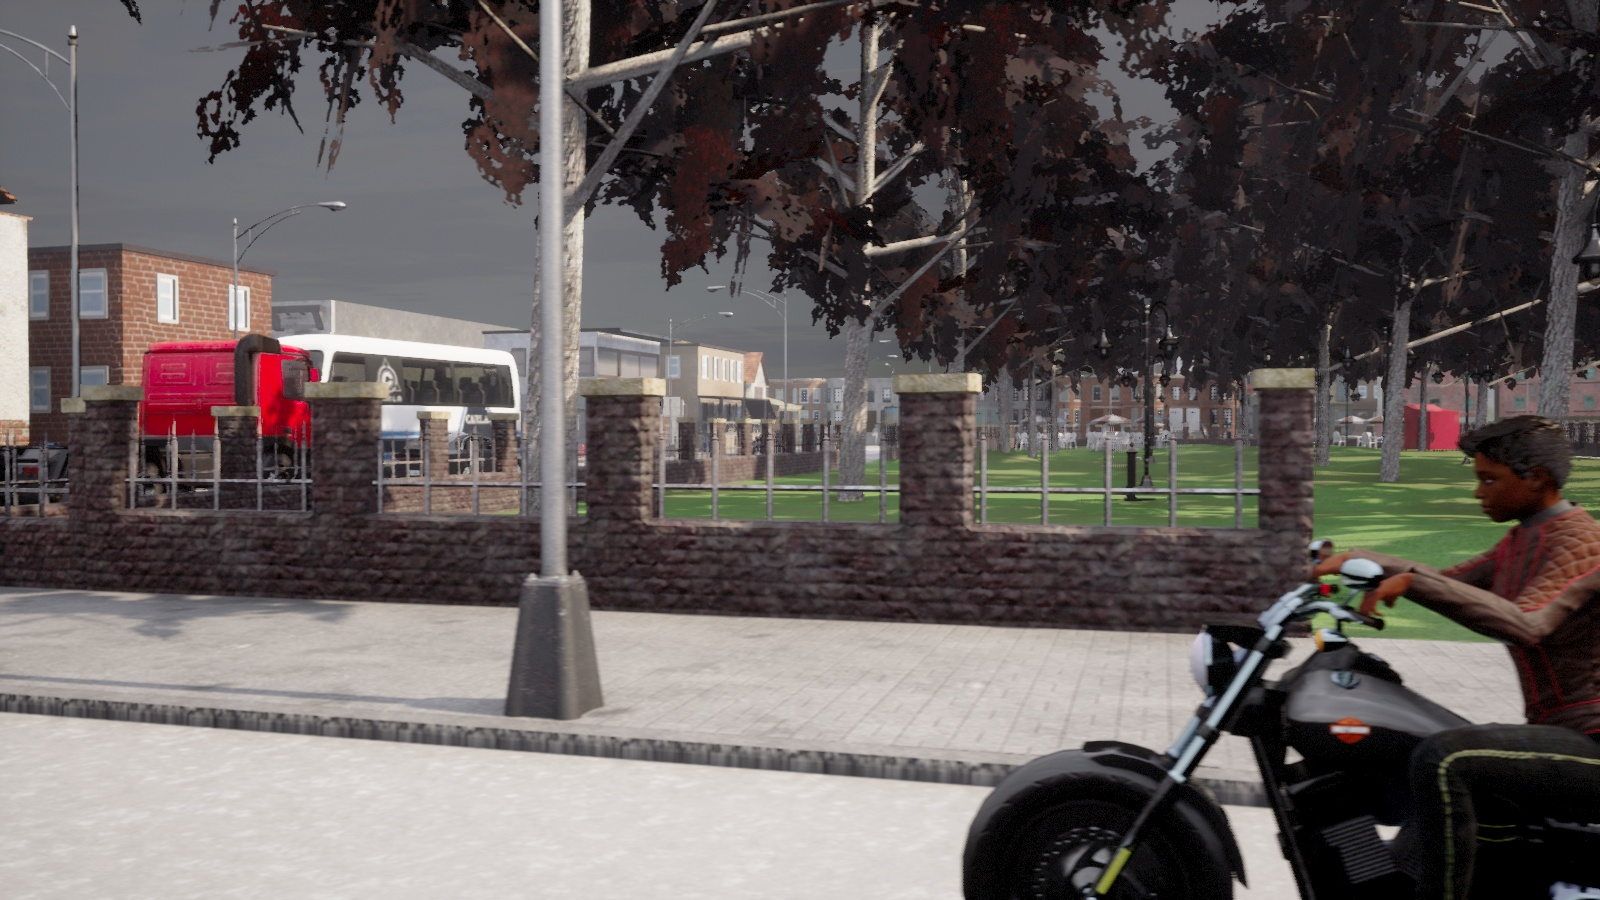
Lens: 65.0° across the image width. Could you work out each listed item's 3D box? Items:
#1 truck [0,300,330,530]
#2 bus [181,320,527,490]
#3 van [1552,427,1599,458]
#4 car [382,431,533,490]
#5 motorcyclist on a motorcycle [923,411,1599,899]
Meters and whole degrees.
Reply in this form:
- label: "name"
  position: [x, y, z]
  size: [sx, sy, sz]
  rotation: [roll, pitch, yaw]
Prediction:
- label: "truck"
  position: [-12.241, -0.598, 23.119]
  size: [2.891, 3.462, 7.936]
  rotation: [1, 1, 12]
- label: "bus"
  position: [-12.529, -1.217, 36.900]
  size: [3.944, 4.253, 10.273]
  rotation: [0, 1, 20]
- label: "van"
  position: [52.106, -0.504, 84.174]
  size: [1.775, 1.987, 4.442]
  rotation: [1, 1, 16]
- label: "car"
  position: [-9.194, 0.226, 34.203]
  size: [1.837, 1.490, 4.892]
  rotation: [1, 1, 13]
- label: "motorcyclist on a motorcycle"
  position: [1.539, 0.733, 3.171]
  size: [2.350, 1.649, 0.766]
  rotation: [0, 1, 14]
